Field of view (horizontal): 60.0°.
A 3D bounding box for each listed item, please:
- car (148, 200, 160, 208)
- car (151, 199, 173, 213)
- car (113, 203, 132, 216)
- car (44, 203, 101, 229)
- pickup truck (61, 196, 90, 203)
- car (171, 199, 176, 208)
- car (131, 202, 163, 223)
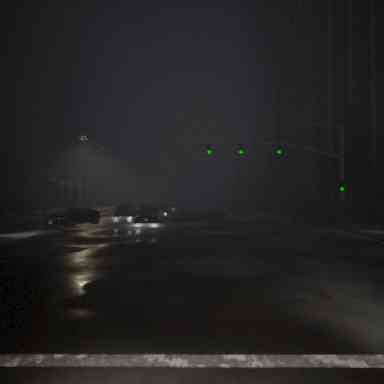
[{"bbox_3d":[-7.758,2.434,67.419,1.994,1.385,4.181,0,-1,0],"label":"car"},{"bbox_3d":[-4.186,2.122,46.426,2.033,1.411,5.357,0,-1,0],"label":"car"},{"bbox_3d":[-7.622,2.001,38.334,1.812,1.442,4.674,0,-1,0],"label":"car"},{"bbox_3d":[-8.677,1.797,24.552,2.128,1.511,4.902,0,-1,19],"label":"car"},{"bbox_3d":[-20.807,1.783,58.354,2.390,2.098,6.274,0,-1,30],"label":"pickup truck"},{"bbox_3d":[-4.256,2.135,63.421,2.097,1.767,4.553,0,-1,0],"label":"car"},{"bbox_3d":[-3.901,1.914,29.608,2.033,1.411,5.357,0,-1,-4],"label":"car"}]
